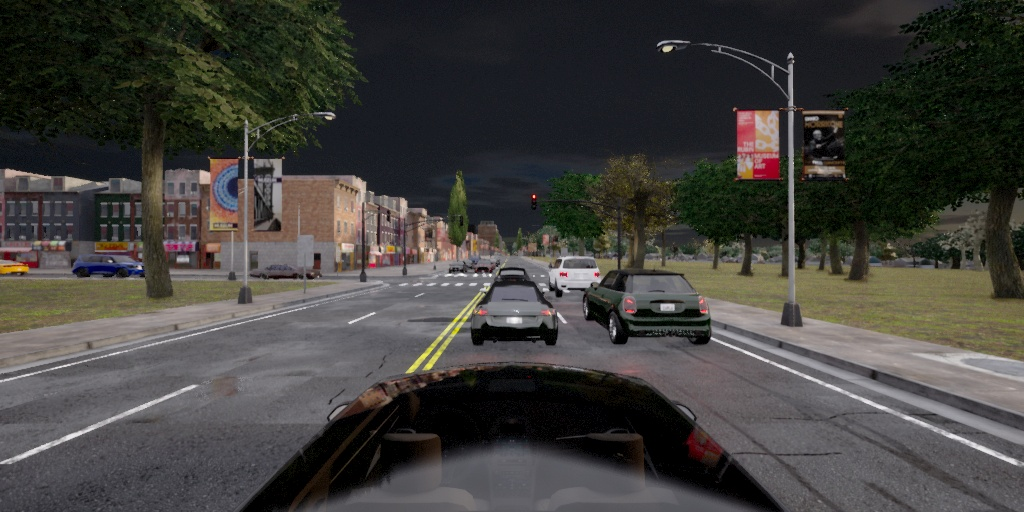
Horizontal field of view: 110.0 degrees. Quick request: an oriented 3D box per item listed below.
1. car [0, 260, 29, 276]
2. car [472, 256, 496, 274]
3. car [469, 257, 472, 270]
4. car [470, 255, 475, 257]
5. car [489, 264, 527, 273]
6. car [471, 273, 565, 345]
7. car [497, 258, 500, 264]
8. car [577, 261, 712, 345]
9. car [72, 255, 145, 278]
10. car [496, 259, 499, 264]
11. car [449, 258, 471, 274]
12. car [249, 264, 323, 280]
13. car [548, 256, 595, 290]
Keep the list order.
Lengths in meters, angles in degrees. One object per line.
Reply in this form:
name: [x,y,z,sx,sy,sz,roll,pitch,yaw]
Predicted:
car: [-48.963,1.114,33.837,5.008,1.535,1.882,0,0,0]
car: [-3.424,1.214,44.507,2.097,1.767,4.553,0,0,0]
car: [-6.686,1.306,54.157,1.837,1.490,4.892,0,1,0]
car: [-6.669,0.933,64.357,2.150,2.045,5.566,0,0,0]
car: [0.014,1.329,18.451,1.837,1.490,4.892,0,0,0]
car: [0.061,1.331,9.539,1.994,1.385,4.181,0,0,0]
car: [-3.423,1.193,63.941,1.882,1.535,5.008,0,1,0]
car: [3.313,1.120,9.736,2.097,1.767,4.553,0,0,0]
car: [-34.302,0.924,30.958,5.566,2.045,2.150,0,0,0]
car: [-3.436,1.408,53.499,1.895,1.301,4.718,0,0,0]
car: [-6.674,1.365,44.761,1.837,1.490,4.892,0,0,0]
car: [-19.426,1.379,30.929,5.357,1.411,2.033,1,0,-3]
car: [3.264,1.052,19.449,2.150,2.045,5.566,0,0,0]
